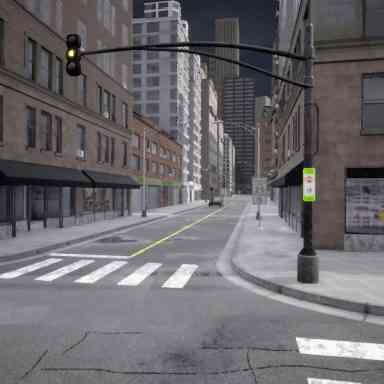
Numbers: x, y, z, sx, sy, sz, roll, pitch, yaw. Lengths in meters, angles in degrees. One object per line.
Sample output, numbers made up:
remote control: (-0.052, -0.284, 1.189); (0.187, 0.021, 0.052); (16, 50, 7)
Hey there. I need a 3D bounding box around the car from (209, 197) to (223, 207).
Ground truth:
car: (3.728, 1.468, 51.205); (1.882, 1.535, 5.008); (0, 0, 11)
